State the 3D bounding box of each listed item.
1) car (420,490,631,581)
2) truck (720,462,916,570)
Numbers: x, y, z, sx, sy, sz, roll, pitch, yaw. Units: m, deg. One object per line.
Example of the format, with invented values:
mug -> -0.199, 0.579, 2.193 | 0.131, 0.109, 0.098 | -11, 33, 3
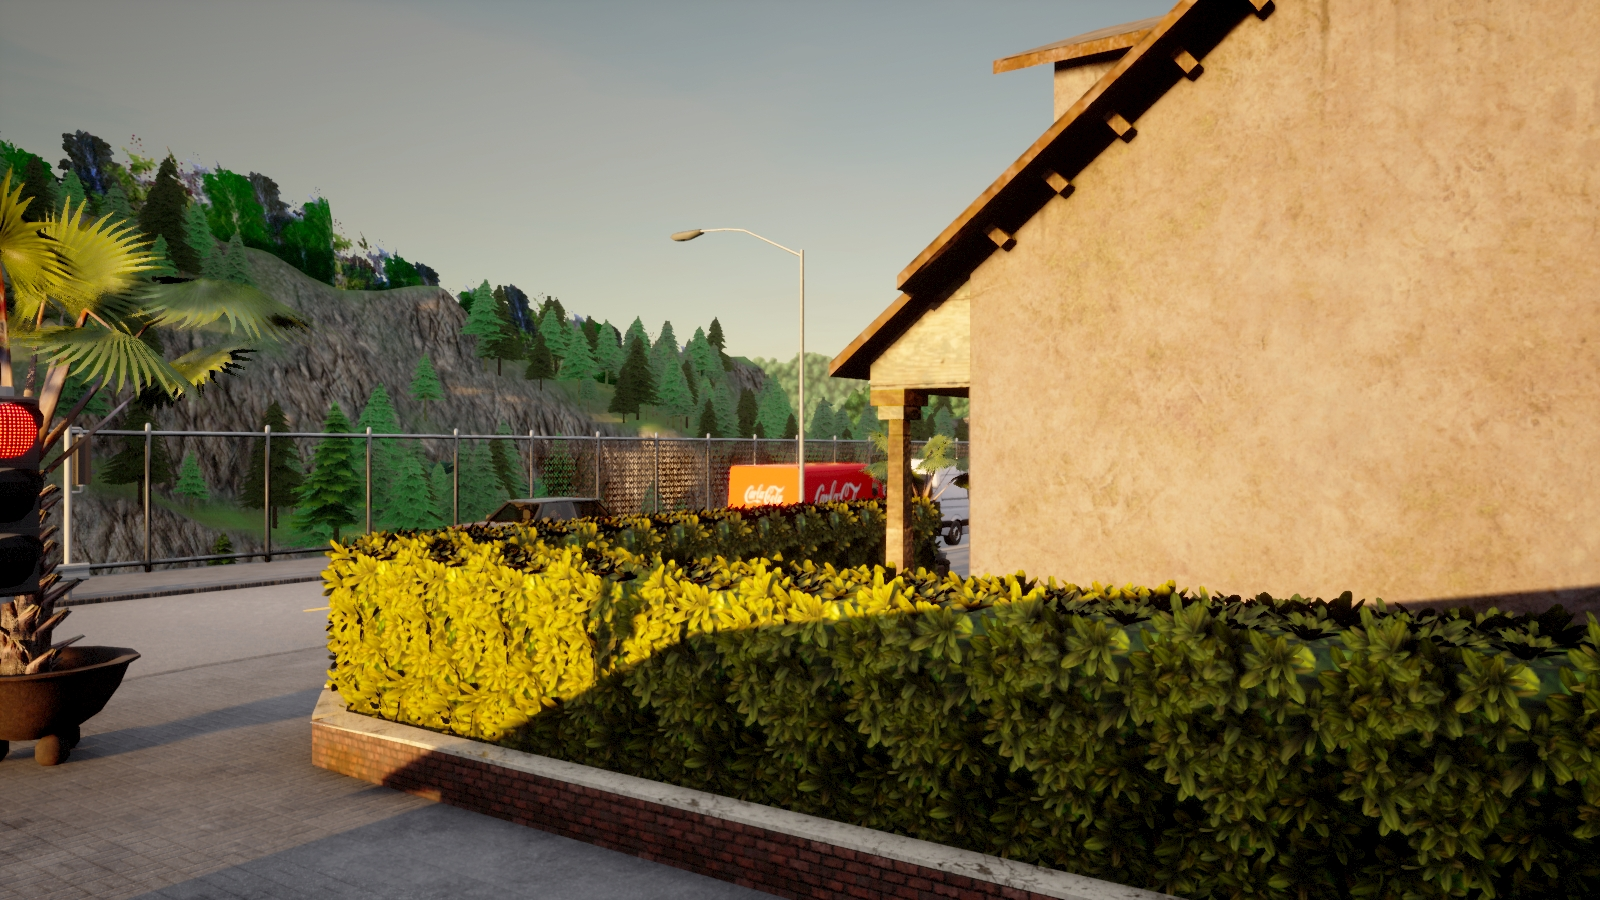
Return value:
car -> -6.312, 1.906, 26.765 | 2.097, 1.767, 4.553 | 0, 0, 35
truck -> 0.584, 1.568, 29.600 | 2.627, 2.467, 5.204 | 0, 0, 35
